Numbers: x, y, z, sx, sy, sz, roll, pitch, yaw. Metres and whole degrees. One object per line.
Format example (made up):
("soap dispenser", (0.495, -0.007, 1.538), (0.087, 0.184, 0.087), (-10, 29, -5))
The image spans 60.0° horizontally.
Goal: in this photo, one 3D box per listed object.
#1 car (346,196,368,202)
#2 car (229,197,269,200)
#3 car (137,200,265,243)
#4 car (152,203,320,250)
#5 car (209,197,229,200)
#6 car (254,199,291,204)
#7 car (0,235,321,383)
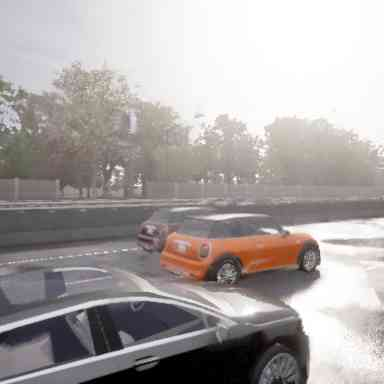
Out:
("car", (29.352, 1.504, 59.220), (5.008, 1.535, 1.882), (-1, 0, -35))
("car", (6.463, 1.336, 34.395), (4.553, 1.767, 2.097), (0, 0, -35))
("car", (0.314, 1.345, 12.573), (4.553, 1.767, 2.097), (0, 0, -36))
("car", (1.494, 1.346, 9.113), (4.553, 1.767, 2.097), (0, 0, -36))
("car", (4.592, 1.335, 37.357), (4.553, 1.767, 2.097), (0, 0, -35))
("car", (8.229, 1.585, 31.358), (4.718, 1.301, 1.895), (0, 0, -35))
("car", (-0.871, 1.490, 3.123), (4.902, 1.511, 2.128), (0, 0, -36))
